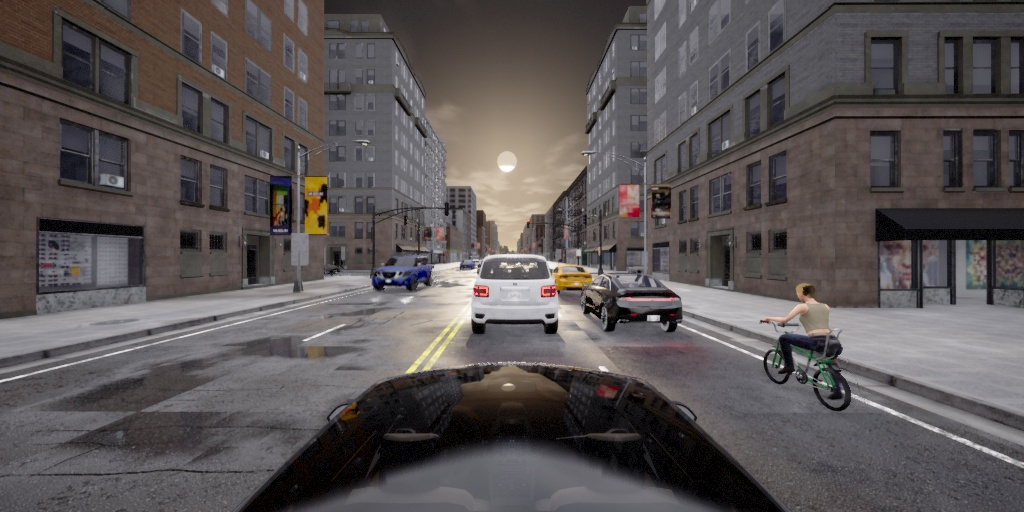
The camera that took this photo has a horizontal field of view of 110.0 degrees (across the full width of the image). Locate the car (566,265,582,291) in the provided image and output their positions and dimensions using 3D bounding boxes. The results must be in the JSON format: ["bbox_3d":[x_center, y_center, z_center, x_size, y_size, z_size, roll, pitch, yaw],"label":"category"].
[{"bbox_3d":[3.211,1.231,20.311,1.882,1.535,5.008,0,0,0],"label":"car"}]

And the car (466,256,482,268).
[{"bbox_3d":[-6.690,0.990,64.036,2.150,2.045,5.566,0,0,0],"label":"car"}]

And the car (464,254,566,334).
[{"bbox_3d":[0.079,0.972,10.750,2.150,2.045,5.566,0,0,0],"label":"car"}]

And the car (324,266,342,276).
[{"bbox_3d":[-19.721,1.335,35.817,4.718,1.301,1.895,0,0,0],"label":"car"}]

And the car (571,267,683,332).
[{"bbox_3d":[3.323,1.242,10.821,2.128,1.511,4.902,0,0,0],"label":"car"}]

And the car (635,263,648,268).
[{"bbox_3d":[14.974,1.409,38.708,4.718,1.301,1.895,0,0,1],"label":"car"}]

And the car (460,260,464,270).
[{"bbox_3d":[-6.702,1.244,54.092,1.882,1.535,5.008,0,0,0],"label":"car"}]

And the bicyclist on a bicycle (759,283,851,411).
[{"bbox_3d":[4.129,1.187,5.126,0.866,1.612,1.509,0,0,0],"label":"bicyclist on a bicycle"}]

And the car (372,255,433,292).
[{"bbox_3d":[-6.445,0.974,21.796,2.150,2.045,5.566,0,0,3],"label":"car"}]

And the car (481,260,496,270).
[{"bbox_3d":[-3.444,1.330,53.082,1.994,1.385,4.181,0,0,0],"label":"car"}]
